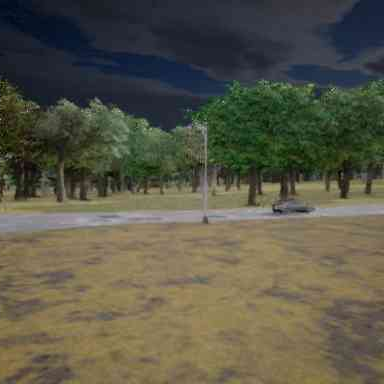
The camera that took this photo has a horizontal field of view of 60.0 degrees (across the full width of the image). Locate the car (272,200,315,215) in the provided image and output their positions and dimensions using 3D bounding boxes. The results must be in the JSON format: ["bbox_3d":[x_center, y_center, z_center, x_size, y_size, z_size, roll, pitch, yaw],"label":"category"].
[{"bbox_3d":[10.000,1.482,32.875,4.181,1.385,1.994,0,1,-20],"label":"car"}]
